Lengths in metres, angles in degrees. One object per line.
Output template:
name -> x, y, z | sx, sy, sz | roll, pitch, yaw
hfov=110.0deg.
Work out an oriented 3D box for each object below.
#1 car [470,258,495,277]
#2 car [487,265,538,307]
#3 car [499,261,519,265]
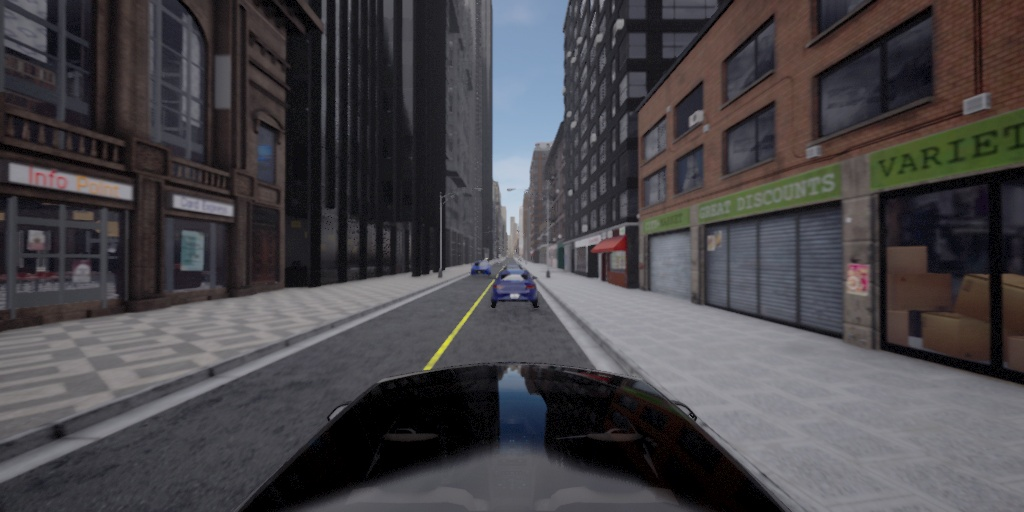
car -> -3.098, 1.272, 36.673 | 1.882, 1.535, 5.008 | 0, 0, 0
car -> 0.096, 1.291, 15.387 | 1.812, 1.442, 4.674 | 0, 0, 0
car -> 0.094, 1.351, 31.815 | 1.994, 1.385, 4.181 | 0, 0, 0
